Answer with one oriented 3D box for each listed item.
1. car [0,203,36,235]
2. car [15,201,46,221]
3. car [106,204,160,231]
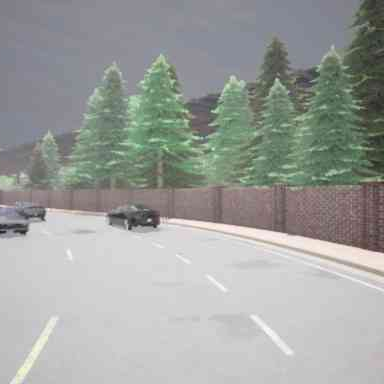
[{"bbox_3d":[-10.420,1.540,18.126,2.033,1.411,5.357,0,0,-39],"label":"car"},{"bbox_3d":[-13.248,1.481,26.275,4.902,1.511,2.128,0,0,45],"label":"car"},{"bbox_3d":[-3.839,1.469,21.015,1.882,1.535,5.008,0,0,-35],"label":"car"}]
